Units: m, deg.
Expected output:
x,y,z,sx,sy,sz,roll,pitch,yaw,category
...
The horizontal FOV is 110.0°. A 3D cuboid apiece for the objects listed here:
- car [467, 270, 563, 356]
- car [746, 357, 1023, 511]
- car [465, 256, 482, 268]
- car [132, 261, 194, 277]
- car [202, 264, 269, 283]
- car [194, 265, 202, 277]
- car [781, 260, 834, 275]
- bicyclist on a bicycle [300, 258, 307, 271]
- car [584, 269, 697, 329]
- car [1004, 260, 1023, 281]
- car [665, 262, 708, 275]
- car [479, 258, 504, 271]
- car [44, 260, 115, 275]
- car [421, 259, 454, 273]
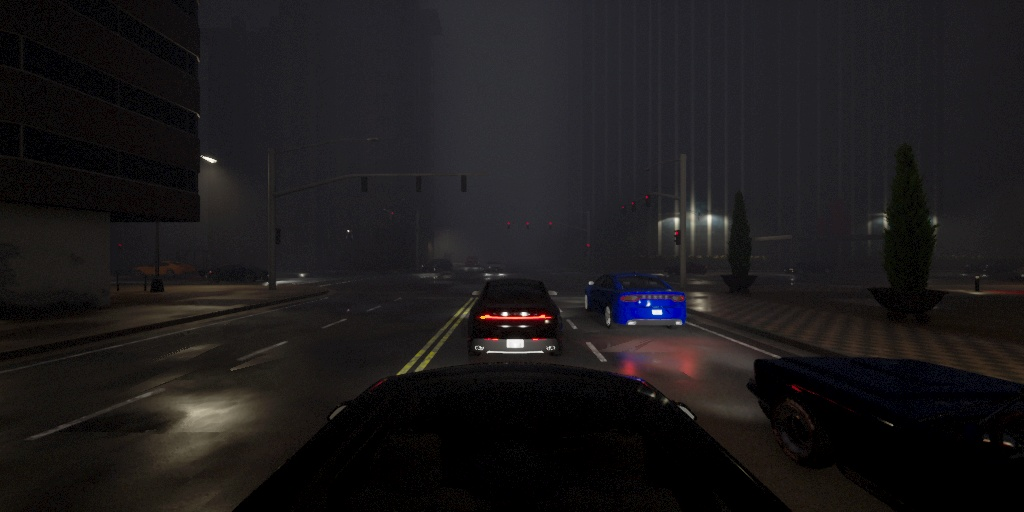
x,y,z,sx,sy,sz,roll,pitch,yaw,category
0.061,1.255,8.576,1.837,1.490,4.892,0,0,0,car
3.601,1.351,1.920,1.895,1.301,4.718,0,0,0,car
-7.074,0.969,63.956,2.150,2.045,5.566,0,0,1,car
-33.556,1.227,34.583,5.008,1.535,1.882,0,0,0,car
-20.685,1.314,27.526,4.181,1.385,1.994,0,0,-1,car
-24.039,1.351,30.993,4.718,1.301,1.895,0,0,-1,car
31.890,1.249,38.762,4.892,1.490,1.837,-2,0,-1,car
-26.424,1.051,45.450,0.582,1.620,1.656,0,0,-1,bicyclist on a bicycle
3.574,1.228,11.265,1.882,1.535,5.008,0,0,0,car
42.420,1.276,28.182,4.674,1.442,1.812,0,0,-1,car
18.702,1.314,38.627,4.181,1.385,1.994,0,0,-1,car
-2.332,1.275,42.974,1.812,1.442,4.674,0,0,-14,car
-45.548,1.242,37.872,4.902,1.511,2.128,0,0,-1,car
-8.859,1.101,42.932,2.097,1.767,4.553,0,0,20,car
